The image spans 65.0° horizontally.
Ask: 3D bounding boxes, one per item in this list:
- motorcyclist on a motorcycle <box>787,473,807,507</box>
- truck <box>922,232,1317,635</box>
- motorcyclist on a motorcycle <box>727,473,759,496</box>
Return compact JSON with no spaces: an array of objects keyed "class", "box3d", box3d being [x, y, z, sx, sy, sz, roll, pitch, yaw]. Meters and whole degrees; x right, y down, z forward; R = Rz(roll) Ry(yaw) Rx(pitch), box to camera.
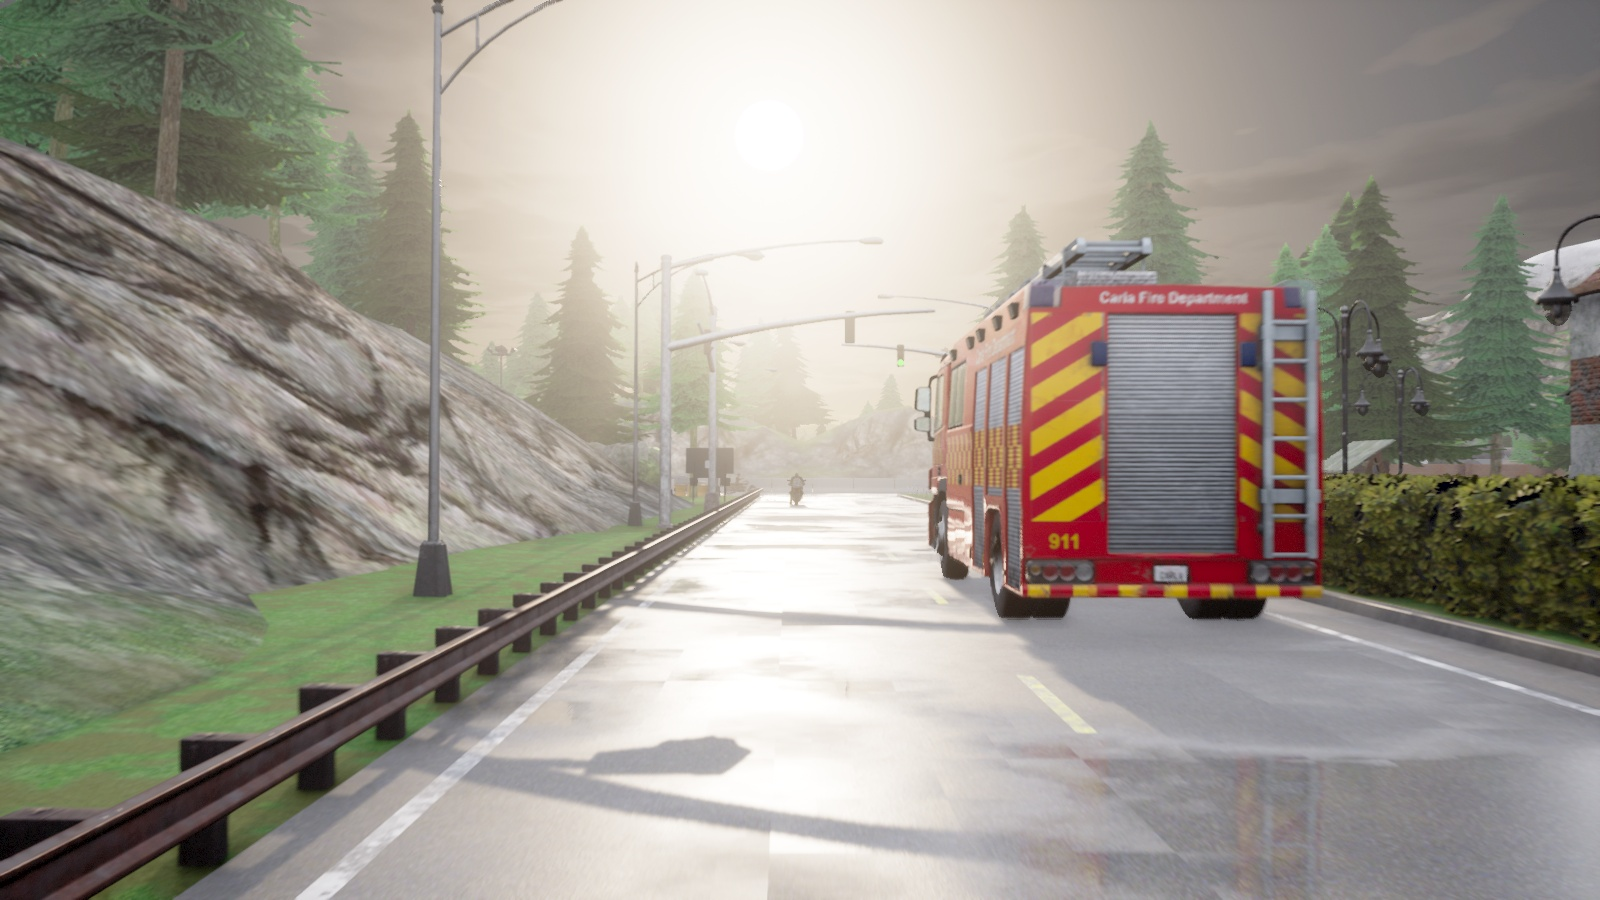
[{"class":"motorcyclist on a motorcycle","box3d":[-0.140,1.822,58.051,0.866,1.530,2.191,0,-1,0]},{"class":"truck","box3d":[3.456,-0.093,16.211,2.891,3.827,8.468,0,-1,0]},{"class":"motorcyclist on a motorcycle","box3d":[-4.133,2.508,91.406,2.350,1.649,0.766,0,-1,-1]}]
